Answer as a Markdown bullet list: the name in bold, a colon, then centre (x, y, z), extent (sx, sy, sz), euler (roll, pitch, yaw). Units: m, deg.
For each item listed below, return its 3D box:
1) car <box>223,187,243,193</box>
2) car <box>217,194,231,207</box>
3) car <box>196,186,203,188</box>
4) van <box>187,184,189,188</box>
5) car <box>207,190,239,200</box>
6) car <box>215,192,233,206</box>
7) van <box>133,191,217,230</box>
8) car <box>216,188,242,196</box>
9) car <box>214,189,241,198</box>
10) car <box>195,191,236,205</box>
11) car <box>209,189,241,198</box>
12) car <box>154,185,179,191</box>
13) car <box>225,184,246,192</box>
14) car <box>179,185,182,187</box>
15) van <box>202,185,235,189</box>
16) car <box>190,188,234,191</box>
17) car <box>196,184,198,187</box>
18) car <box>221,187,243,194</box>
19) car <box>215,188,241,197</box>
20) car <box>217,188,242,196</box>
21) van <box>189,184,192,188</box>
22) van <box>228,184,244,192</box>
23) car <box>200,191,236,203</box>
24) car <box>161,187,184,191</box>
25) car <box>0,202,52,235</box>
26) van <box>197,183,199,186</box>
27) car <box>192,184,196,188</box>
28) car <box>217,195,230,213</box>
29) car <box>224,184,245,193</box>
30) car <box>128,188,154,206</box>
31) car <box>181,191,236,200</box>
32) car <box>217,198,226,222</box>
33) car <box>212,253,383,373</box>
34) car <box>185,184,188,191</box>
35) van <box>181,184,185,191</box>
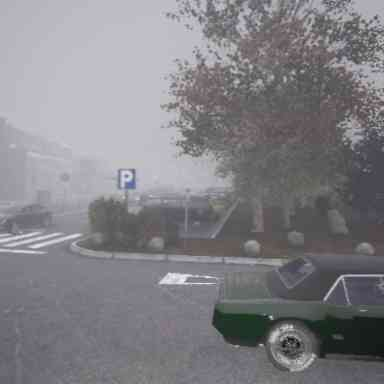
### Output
- **car**: centre (10.324, -0.476, 82.986), extent (4.792, 1.488, 2.163), euler (1, 2, 10)
- **car**: centre (0.638, 1.178, 28.352), extent (4.792, 1.488, 2.163), euler (1, 2, 10)
- **car**: centre (2.610, 0.027, 67.965), extent (1.895, 1.301, 4.718), euler (1, 2, 10)
- **van**: centre (-3.737, -0.738, 79.105), extent (4.442, 1.987, 1.878), euler (1, 2, 10)
- **car**: centre (4.965, 0.435, 52.942), extent (4.792, 1.488, 2.163), euler (1, 2, 10)
- **car**: centre (1.091, 1.066, 31.087), extent (4.892, 1.521, 2.231), euler (1, 2, 10)
- **van**: centre (-0.964, 1.172, 20.177), extent (4.442, 1.987, 1.878), euler (1, 2, 10)
- **car**: centre (7.435, -0.003, 66.591), extent (5.008, 1.535, 2.097), euler (1, 2, 10)
- **car**: centre (6.484, 0.191, 61.126), extent (4.792, 1.488, 2.163), euler (1, 2, 10)
- **car**: centre (3.041, 0.733, 42.012), extent (5.008, 1.535, 2.097), euler (1, 2, 10)
- **car**: centre (5.786, 0.237, 58.432), extent (5.366, 1.575, 1.946), euler (1, 2, 10)
- **car**: centre (-6.111, -0.349, 65.293), extent (5.566, 2.045, 2.435), euler (1, 2, 10)
- **car**: centre (11.847, -1.046, 91.165), extent (5.566, 2.045, 2.435), euler (1, 2, 10)
- **car**: centre (-5.099, -0.222, 70.814), extent (4.674, 1.452, 2.002), euler (1, 2, 10)
- **van**: centre (4.137, 0.346, 47.447), extent (4.442, 1.987, 1.878), euler (1, 2, 10)
- **car**: centre (2.104, 0.773, 36.539), extent (4.553, 1.767, 2.185), euler (1, 2, 10)
- **car**: centre (-1.650, -0.876, 90.127), extent (4.892, 1.521, 2.231), euler (1, 2, 10)
- **car**: centre (9.374, -0.332, 77.520), extent (5.008, 1.535, 2.097), euler (1, 2, 10)
- **car**: centre (6.949, 0.080, 63.860), extent (4.892, 1.521, 2.231), euler (1, 2, 10)
- **car**: centre (7.922, -0.084, 69.323), extent (5.008, 1.535, 2.097), euler (1, 2, 10)
- **van**: centre (-3.016, -0.822, 81.821), extent (4.442, 1.987, 1.878), euler (1, 2, 10)
- **van**: centre (12.421, -1.123, 93.882), extent (4.442, 1.987, 1.878), euler (1, 2, 10)
- **car**: centre (3.529, 0.691, 44.746), extent (4.674, 1.452, 2.002), euler (1, 2, 10)
- **car**: centre (-3.161, 0.303, 54.678), extent (1.895, 1.301, 4.718), euler (1, 2, 10)
- **car**: centre (-9.657, 1.376, 18.401), extent (1.837, 1.490, 4.892), euler (1, 1, 8)
- **van**: centre (-1.046, -1.200, 92.861), extent (4.442, 1.987, 1.878), euler (1, 2, 10)
- **car**: centre (-2.151, -0.740, 87.372), extent (4.674, 1.452, 2.002), euler (1, 2, 10)
- **car**: centre (-0.060, 1.226, 25.658), extent (5.366, 1.575, 1.946), euler (1, 2, 10)
- **car**: centre (11.303, -0.949, 88.443), extent (5.566, 2.045, 2.435), euler (1, 2, 10)
- **car**: centre (-6.288, 0.650, 37.663), extent (2.097, 1.767, 4.553), euler (1, 2, 10)
- **car**: centre (1.590, 0.981, 33.816), extent (5.008, 1.535, 2.097), euler (1, 2, 10)
- **car**: centre (-0.336, 1.345, 22.889), extent (4.792, 1.488, 2.163), euler (1, 2, 10)
- **car**: centre (2.687, 1.637, 4.864), extent (4.718, 1.301, 1.895), euler (0, -1, 7)
- **car**: centre (-4.123, -0.427, 76.331), extent (5.008, 1.535, 2.097), euler (1, 2, 10)
- **van**: centre (-4.492, -0.569, 73.544), extent (4.442, 1.987, 1.878), euler (1, 2, 10)
